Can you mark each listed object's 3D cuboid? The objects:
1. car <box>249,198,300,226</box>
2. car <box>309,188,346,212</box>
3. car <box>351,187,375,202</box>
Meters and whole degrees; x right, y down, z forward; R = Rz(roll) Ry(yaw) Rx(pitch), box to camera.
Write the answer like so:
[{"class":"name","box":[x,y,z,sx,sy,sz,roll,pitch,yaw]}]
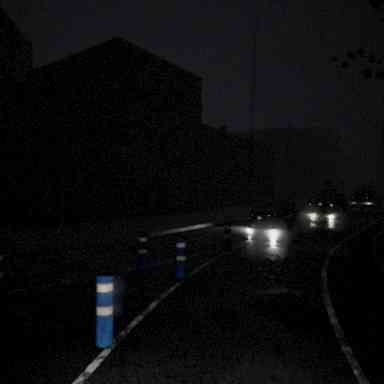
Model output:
[{"class":"car","box":[5.299,1.203,21.009,1.837,1.490,4.892,1,2,36]},{"class":"car","box":[12.846,0.661,31.279,2.150,2.045,5.566,1,2,37]},{"class":"car","box":[23.680,0.280,45.936,2.150,2.045,5.566,1,1,37]}]
